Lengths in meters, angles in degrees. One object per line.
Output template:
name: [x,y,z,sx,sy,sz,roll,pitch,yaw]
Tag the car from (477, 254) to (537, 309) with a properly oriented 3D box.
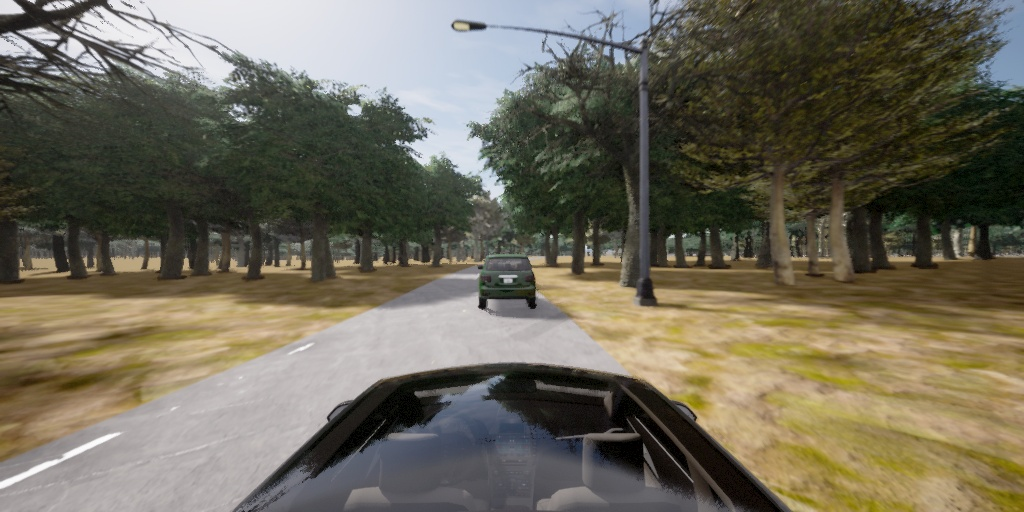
car: [-0.269,0.950,15.124,2.150,2.045,5.566,0,0,-3]
